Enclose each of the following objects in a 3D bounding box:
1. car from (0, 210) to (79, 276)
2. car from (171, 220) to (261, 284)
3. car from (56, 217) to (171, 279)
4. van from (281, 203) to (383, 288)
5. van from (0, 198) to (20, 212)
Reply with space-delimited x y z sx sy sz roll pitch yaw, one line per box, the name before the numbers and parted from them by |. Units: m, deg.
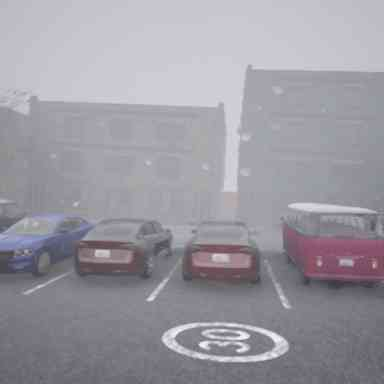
car | -4.617 1.468 10.563 2.097 1.535 5.008 1 0 7
car | 0.947 1.559 9.877 2.163 1.488 4.792 1 0 7
car | -1.834 1.529 10.232 2.163 1.488 4.792 1 0 7
van | 3.741 1.335 9.610 1.878 1.987 4.442 1 0 7
van | -7.381 1.213 11.029 1.878 1.987 4.442 1 0 7
